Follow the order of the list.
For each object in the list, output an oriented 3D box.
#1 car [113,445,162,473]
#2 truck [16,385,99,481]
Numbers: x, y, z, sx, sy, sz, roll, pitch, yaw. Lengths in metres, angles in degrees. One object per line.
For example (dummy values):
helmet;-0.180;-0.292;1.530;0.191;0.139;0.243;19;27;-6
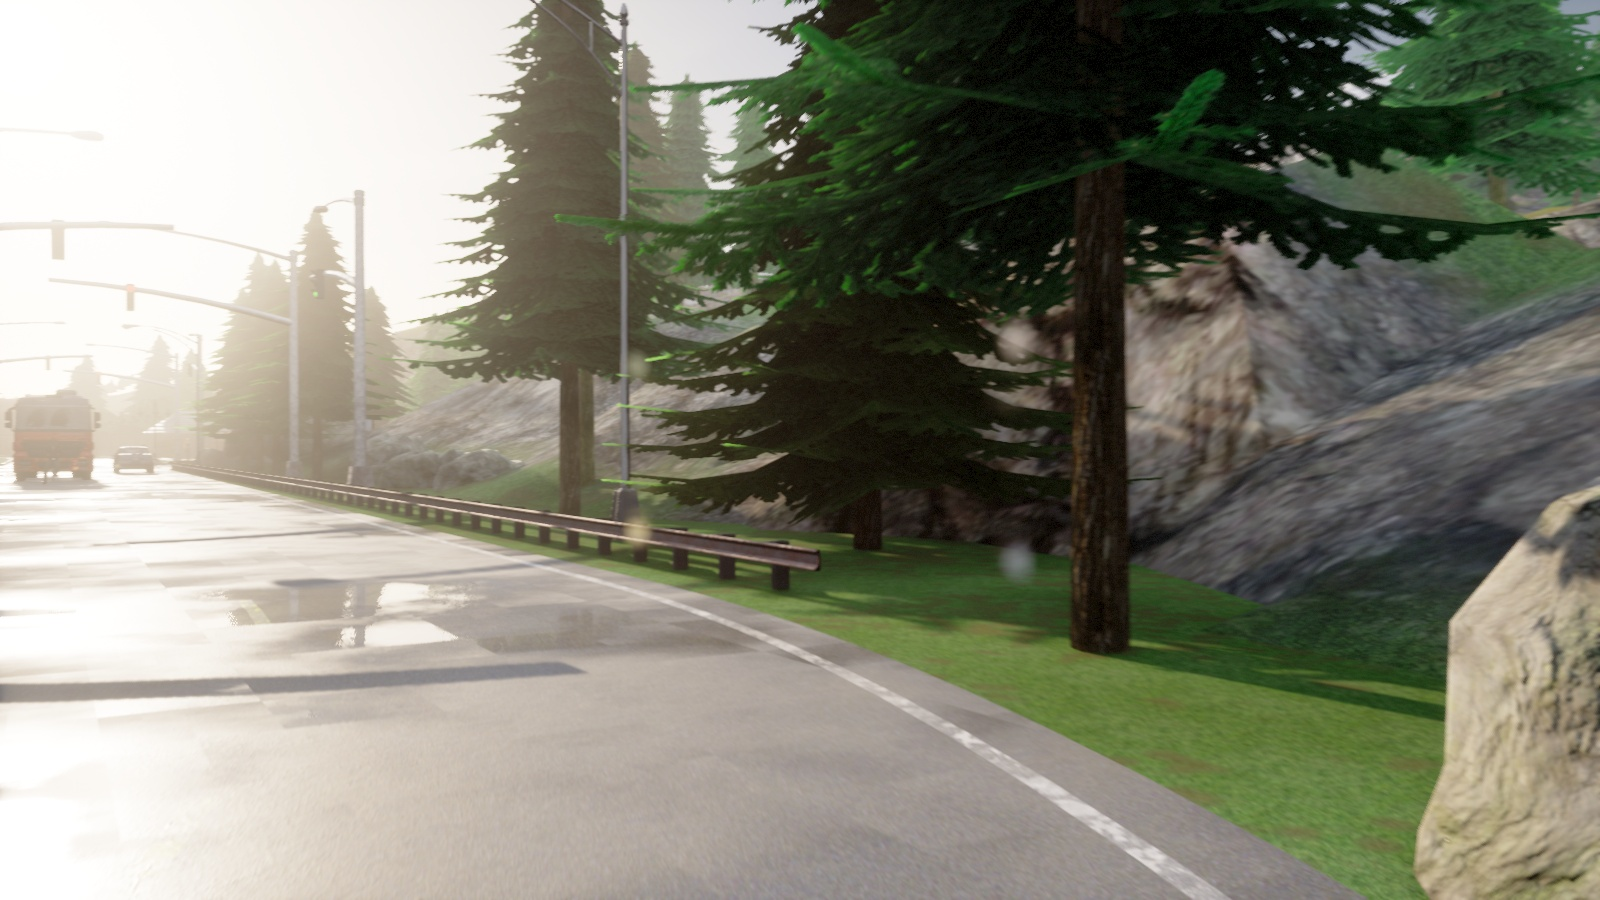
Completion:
car;-34.757;0.448;65.843;2.033;1.411;5.357;0;0;-30
truck;-32.250;-0.702;54.608;2.891;3.827;8.468;0;0;-30
